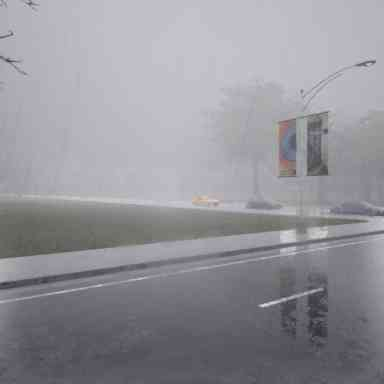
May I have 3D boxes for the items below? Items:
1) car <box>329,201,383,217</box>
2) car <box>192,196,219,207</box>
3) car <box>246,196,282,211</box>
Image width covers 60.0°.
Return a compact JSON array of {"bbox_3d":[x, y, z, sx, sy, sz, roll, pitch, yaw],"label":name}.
[{"bbox_3d":[15.606,1.563,31.007,2.033,1.411,5.357,0,0,-33],"label":"car"},{"bbox_3d":[2.024,1.415,49.817,1.882,1.535,5.008,0,0,-36],"label":"car"},{"bbox_3d":[8.776,1.325,40.568,2.097,1.767,4.553,0,0,-36],"label":"car"}]
